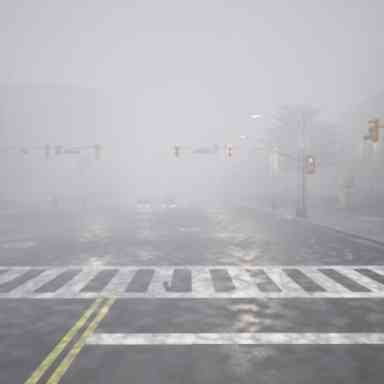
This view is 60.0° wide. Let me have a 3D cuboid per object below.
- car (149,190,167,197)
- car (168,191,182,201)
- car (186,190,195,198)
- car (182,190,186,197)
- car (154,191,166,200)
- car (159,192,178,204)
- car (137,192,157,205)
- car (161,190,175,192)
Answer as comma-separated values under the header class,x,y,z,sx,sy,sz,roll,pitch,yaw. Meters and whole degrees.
class,x,y,z,sx,sy,sz,roll,pitch,yaw
car,-9.691,0.471,95.105,2.150,2.045,5.566,0,1,-43
car,-3.567,1.023,67.854,1.812,1.442,4.674,0,1,0
car,-1.237,0.570,88.482,2.150,2.045,5.566,0,0,-29
car,-4.281,0.713,86.780,2.097,1.767,4.553,0,0,-29
car,-7.076,1.040,68.498,2.033,1.411,5.357,0,0,0
car,-3.604,1.121,51.725,1.837,1.490,4.892,0,0,0
car,-7.099,1.172,50.690,2.033,1.411,5.357,0,0,0
car,-6.014,0.933,81.945,2.033,1.411,5.357,0,0,-18
